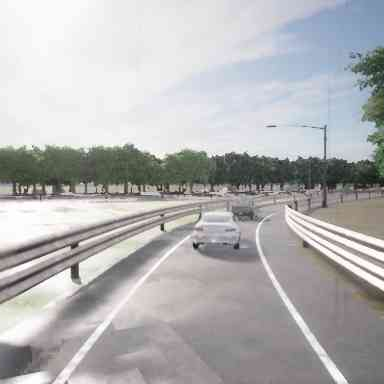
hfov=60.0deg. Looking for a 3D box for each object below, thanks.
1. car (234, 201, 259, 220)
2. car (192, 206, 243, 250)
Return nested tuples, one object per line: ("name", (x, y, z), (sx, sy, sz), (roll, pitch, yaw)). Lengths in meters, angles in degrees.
("car", (4.598, 1.502, 28.634), (2.128, 1.511, 4.902), (0, 0, 18))
("car", (1.156, 1.530, 14.316), (1.812, 1.442, 4.674), (0, 0, 9))
